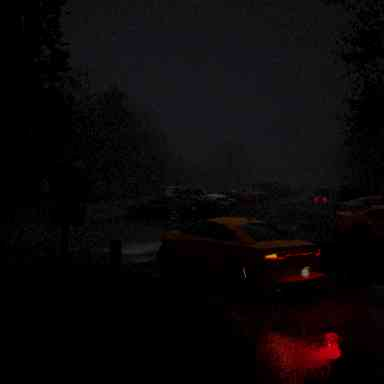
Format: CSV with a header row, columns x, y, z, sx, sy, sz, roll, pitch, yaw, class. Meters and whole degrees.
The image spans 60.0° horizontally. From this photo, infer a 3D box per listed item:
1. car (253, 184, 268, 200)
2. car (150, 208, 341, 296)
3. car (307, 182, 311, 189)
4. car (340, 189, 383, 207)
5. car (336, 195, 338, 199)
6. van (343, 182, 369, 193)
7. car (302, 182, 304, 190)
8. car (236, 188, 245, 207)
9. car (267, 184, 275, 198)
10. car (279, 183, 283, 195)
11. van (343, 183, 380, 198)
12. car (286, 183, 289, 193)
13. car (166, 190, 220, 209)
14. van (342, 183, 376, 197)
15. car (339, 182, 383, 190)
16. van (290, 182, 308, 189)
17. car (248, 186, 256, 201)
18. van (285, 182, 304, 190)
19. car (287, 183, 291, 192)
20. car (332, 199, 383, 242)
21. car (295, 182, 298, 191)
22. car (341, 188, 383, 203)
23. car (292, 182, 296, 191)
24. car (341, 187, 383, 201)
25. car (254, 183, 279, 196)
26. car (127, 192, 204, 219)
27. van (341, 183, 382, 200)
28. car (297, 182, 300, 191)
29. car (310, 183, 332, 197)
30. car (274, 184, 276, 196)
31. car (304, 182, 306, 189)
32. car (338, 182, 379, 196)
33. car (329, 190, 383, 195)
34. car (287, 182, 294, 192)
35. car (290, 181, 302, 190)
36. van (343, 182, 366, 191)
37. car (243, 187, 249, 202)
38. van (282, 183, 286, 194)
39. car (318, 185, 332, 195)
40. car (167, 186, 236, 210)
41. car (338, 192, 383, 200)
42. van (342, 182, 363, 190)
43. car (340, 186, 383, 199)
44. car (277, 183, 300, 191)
x,y,z,sx,sy,sz,roll,pitch,yaw,class
5.935,0.212,39.943,5.366,1.575,1.946,1,3,24,car
0.899,1.382,8.501,1.882,1.535,5.008,2,-1,-31,car
26.783,-1.666,85.176,5.566,2.045,2.435,1,2,24,car
16.766,0.569,31.794,4.792,1.488,2.163,1,3,24,car
11.026,1.132,19.203,4.792,1.488,2.163,1,3,24,car
31.869,-0.901,64.583,4.442,1.987,1.878,1,2,24,van
22.127,-1.186,75.104,4.553,1.767,2.185,1,2,24,car
1.621,0.672,29.583,5.366,1.575,1.946,1,3,24,car
7.372,0.115,42.201,5.366,1.575,1.946,1,3,24,car
10.677,-0.142,49.834,4.792,1.488,2.163,1,2,24,car
23.781,-0.277,46.832,4.442,1.987,1.878,1,2,24,van
12.925,-0.320,54.909,4.792,1.488,2.163,1,2,24,car
-0.844,0.898,24.610,5.008,1.535,2.097,1,3,24,car
24.717,-0.369,49.448,4.442,1.987,1.878,1,2,24,van
15.669,0.402,29.240,5.566,2.045,2.435,1,3,24,car
28.945,-1.746,90.274,4.442,1.987,1.878,1,1,24,van
3.584,0.440,34.785,5.366,1.575,1.946,1,3,24,car
25.500,-1.554,82.711,4.442,1.987,1.878,1,2,24,van
14.075,-0.409,57.434,4.792,1.488,2.163,1,2,24,car
8.803,1.323,14.266,5.008,1.535,2.097,1,3,24,car
17.559,-0.703,64.993,4.892,1.521,2.231,1,2,24,car
19.165,0.348,36.921,4.792,1.488,2.163,1,3,24,car
16.234,-0.622,62.548,5.366,1.575,1.946,1,2,24,car
20.259,0.252,39.321,4.792,1.488,2.163,1,2,24,car
9.530,-0.205,47.305,4.553,1.767,2.185,1,2,24,car
-2.026,1.040,22.101,4.792,1.488,2.163,1,3,24,car
21.274,-0.100,41.872,4.442,1.987,1.878,1,2,24,van
18.698,-0.792,67.523,4.892,1.521,2.231,1,2,24,car
18.431,-0.061,47.292,2.128,1.511,4.902,1,2,24,car
8.344,0.016,44.797,4.892,1.521,2.231,1,3,24,car
23.300,-1.149,77.623,5.008,1.535,2.097,1,2,24,car
25.945,-0.482,51.929,5.566,2.045,2.435,1,2,24,car
13.179,0.872,24.303,5.366,1.575,1.946,1,3,24,car
15.226,-0.498,59.959,4.792,1.488,2.163,1,2,24,car
19.685,-0.888,70.122,5.366,1.575,1.946,1,2,24,car
36.461,-1.255,74.662,4.442,1.987,1.878,1,2,24,van
2.608,0.560,32.182,4.892,1.521,2.231,1,3,24,car
11.908,-0.484,52.314,4.442,1.987,1.878,1,2,24,van
22.699,-0.404,56.657,1.882,1.535,5.008,1,2,24,car
0.327,0.534,27.113,5.566,2.045,2.435,1,3,24,car
9.984,1.086,16.766,4.553,1.767,2.185,1,3,24,car
38.548,-1.436,79.804,4.442,1.987,1.878,1,2,24,van
22.532,0.036,44.367,5.008,1.535,2.097,1,2,24,car
20.976,-1.097,72.579,4.553,1.767,2.185,1,2,24,car
